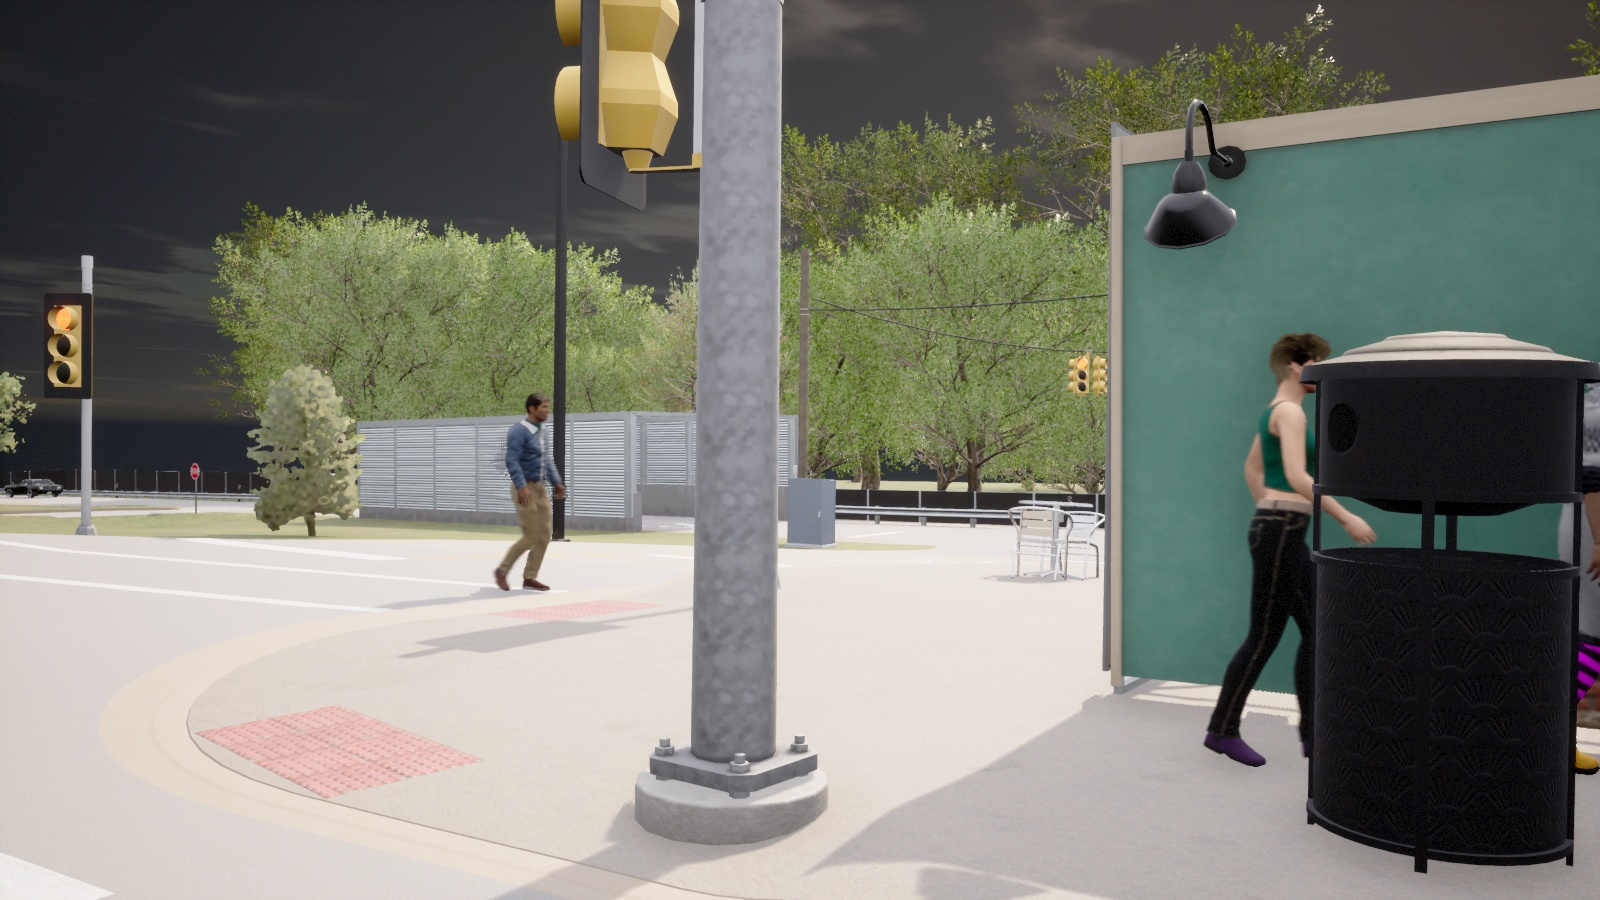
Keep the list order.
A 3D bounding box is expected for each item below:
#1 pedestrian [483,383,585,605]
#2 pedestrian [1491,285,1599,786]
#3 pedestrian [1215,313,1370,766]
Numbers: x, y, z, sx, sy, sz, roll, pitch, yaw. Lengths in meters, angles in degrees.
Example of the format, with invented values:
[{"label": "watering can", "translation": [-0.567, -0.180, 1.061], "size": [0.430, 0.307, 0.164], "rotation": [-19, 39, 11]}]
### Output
[{"label": "pedestrian", "translation": [-2.405, 0.384, 11.352], "size": [0.788, 1.949, 0.423], "rotation": [0, 1, 23]}, {"label": "pedestrian", "translation": [3.355, 0.331, 5.127], "size": [0.873, 1.952, 0.659], "rotation": [0, 1, 34]}, {"label": "pedestrian", "translation": [2.087, 0.361, 5.344], "size": [0.594, 1.836, 0.345], "rotation": [0, 1, 22]}]
